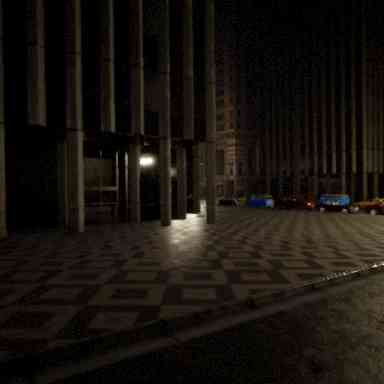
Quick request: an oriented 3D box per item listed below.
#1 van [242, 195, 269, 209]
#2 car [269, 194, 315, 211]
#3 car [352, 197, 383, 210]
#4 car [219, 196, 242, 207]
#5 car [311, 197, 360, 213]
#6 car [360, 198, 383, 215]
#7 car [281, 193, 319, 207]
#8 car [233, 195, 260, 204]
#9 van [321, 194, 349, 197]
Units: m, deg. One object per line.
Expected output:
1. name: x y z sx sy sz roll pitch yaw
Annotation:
1. van: 9.152 1.310 44.766 1.690 1.788 3.998 -1 1 -36
2. car: 12.374 1.306 40.276 2.192 1.841 5.009 -1 1 -36
3. car: 22.433 1.405 40.887 1.752 1.417 4.829 -1 1 -36
4. car: 5.933 1.388 49.256 1.967 1.590 4.097 -1 1 -36
5. car: 15.597 1.565 35.789 2.008 1.369 4.403 -1 1 -36
6. car: 18.818 1.582 31.300 1.887 1.381 4.507 -1 1 -36
7. car: 16.092 1.151 49.726 2.192 1.841 5.009 -1 1 -36
8. car: 9.557 1.317 58.847 1.752 1.417 4.829 -1 1 -36
9. van: 19.312 1.199 45.236 1.690 1.788 3.998 -1 1 -36
